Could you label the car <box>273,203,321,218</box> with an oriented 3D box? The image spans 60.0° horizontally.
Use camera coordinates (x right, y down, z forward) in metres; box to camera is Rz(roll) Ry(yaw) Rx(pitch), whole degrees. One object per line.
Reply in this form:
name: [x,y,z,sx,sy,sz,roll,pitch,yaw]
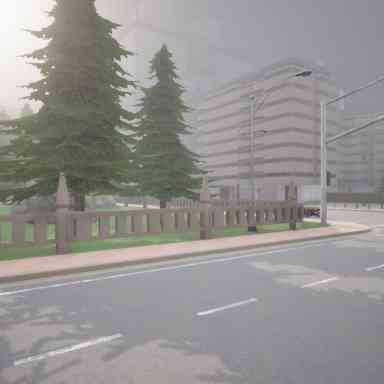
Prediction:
car: [9.585,1.601,29.868,1.895,1.301,4.718,0,0,-35]
